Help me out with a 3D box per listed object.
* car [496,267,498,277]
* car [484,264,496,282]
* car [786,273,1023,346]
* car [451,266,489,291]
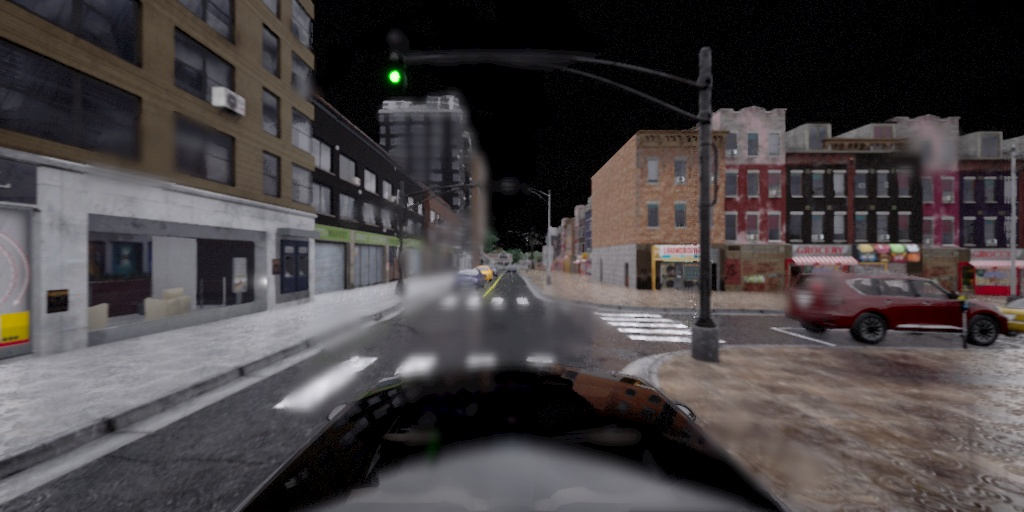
[{"bbox_3d":[-2.970,1.858,47.417,2.097,1.767,4.553,0,-1,0],"label":"car"},{"bbox_3d":[-2.948,1.744,35.944,1.882,1.535,5.008,0,-1,0],"label":"car"},{"bbox_3d":[10.776,1.439,10.334,5.009,1.841,2.192,0,0,0],"label":"car"},{"bbox_3d":[-2.913,1.605,25.143,1.812,1.442,4.674,0,-1,1],"label":"car"}]
